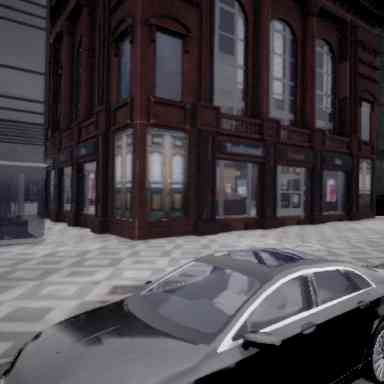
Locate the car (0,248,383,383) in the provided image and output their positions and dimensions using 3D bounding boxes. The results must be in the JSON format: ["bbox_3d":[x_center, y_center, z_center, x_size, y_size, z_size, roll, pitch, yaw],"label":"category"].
[{"bbox_3d":[0.600,1.488,3.791,4.902,1.511,2.128,0,0,-35],"label":"car"}]
